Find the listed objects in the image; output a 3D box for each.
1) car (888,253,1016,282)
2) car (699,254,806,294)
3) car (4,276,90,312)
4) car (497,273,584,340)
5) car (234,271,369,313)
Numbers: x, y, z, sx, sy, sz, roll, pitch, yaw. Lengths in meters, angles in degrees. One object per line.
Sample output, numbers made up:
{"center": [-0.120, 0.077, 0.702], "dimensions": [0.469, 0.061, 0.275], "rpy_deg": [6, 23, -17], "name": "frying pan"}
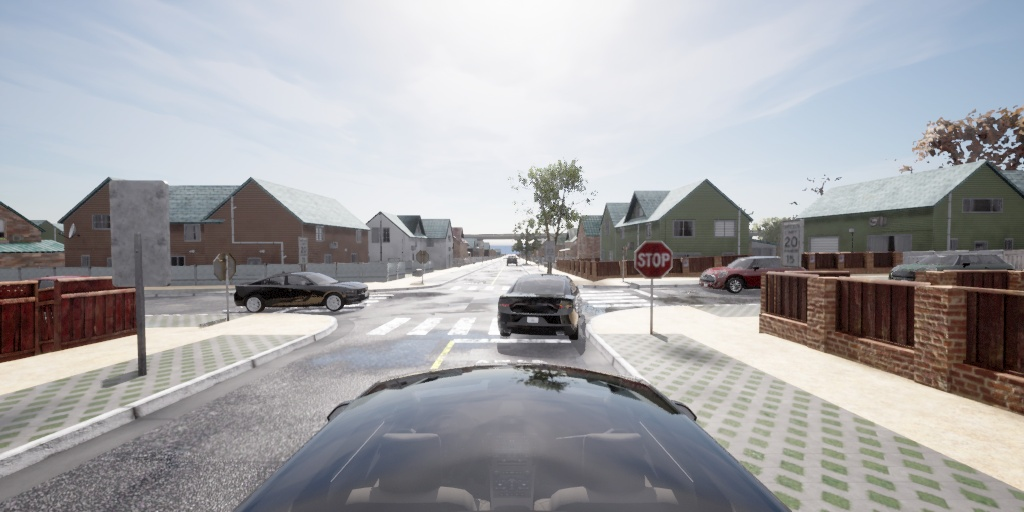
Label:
{"center": [21.707, 0.646, 17.798], "dimensions": [4.553, 1.767, 2.097], "rpy_deg": [-1, 2, 0], "name": "car"}
{"center": [11.812, 0.821, 17.730], "dimensions": [4.553, 1.767, 2.097], "rpy_deg": [-1, 2, 0], "name": "car"}
{"center": [-18.016, 1.547, 14.595], "dimensions": [5.008, 1.535, 1.882], "rpy_deg": [-1, 2, 0], "name": "car"}
{"center": [0.961, 1.225, 10.125], "dimensions": [1.882, 1.535, 5.008], "rpy_deg": [0, 0, 12], "name": "car"}
{"center": [-8.464, 1.377, 14.655], "dimensions": [5.008, 1.535, 1.882], "rpy_deg": [-1, 2, 0], "name": "car"}
